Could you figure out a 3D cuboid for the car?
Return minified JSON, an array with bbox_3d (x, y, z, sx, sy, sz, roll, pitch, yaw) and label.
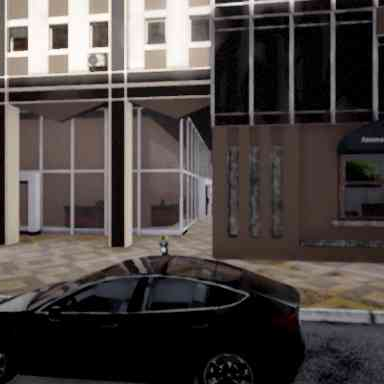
[{"bbox_3d":[-0.760,1.564,4.402,4.313,1.339,1.947,0,0,7],"label":"car"}]
